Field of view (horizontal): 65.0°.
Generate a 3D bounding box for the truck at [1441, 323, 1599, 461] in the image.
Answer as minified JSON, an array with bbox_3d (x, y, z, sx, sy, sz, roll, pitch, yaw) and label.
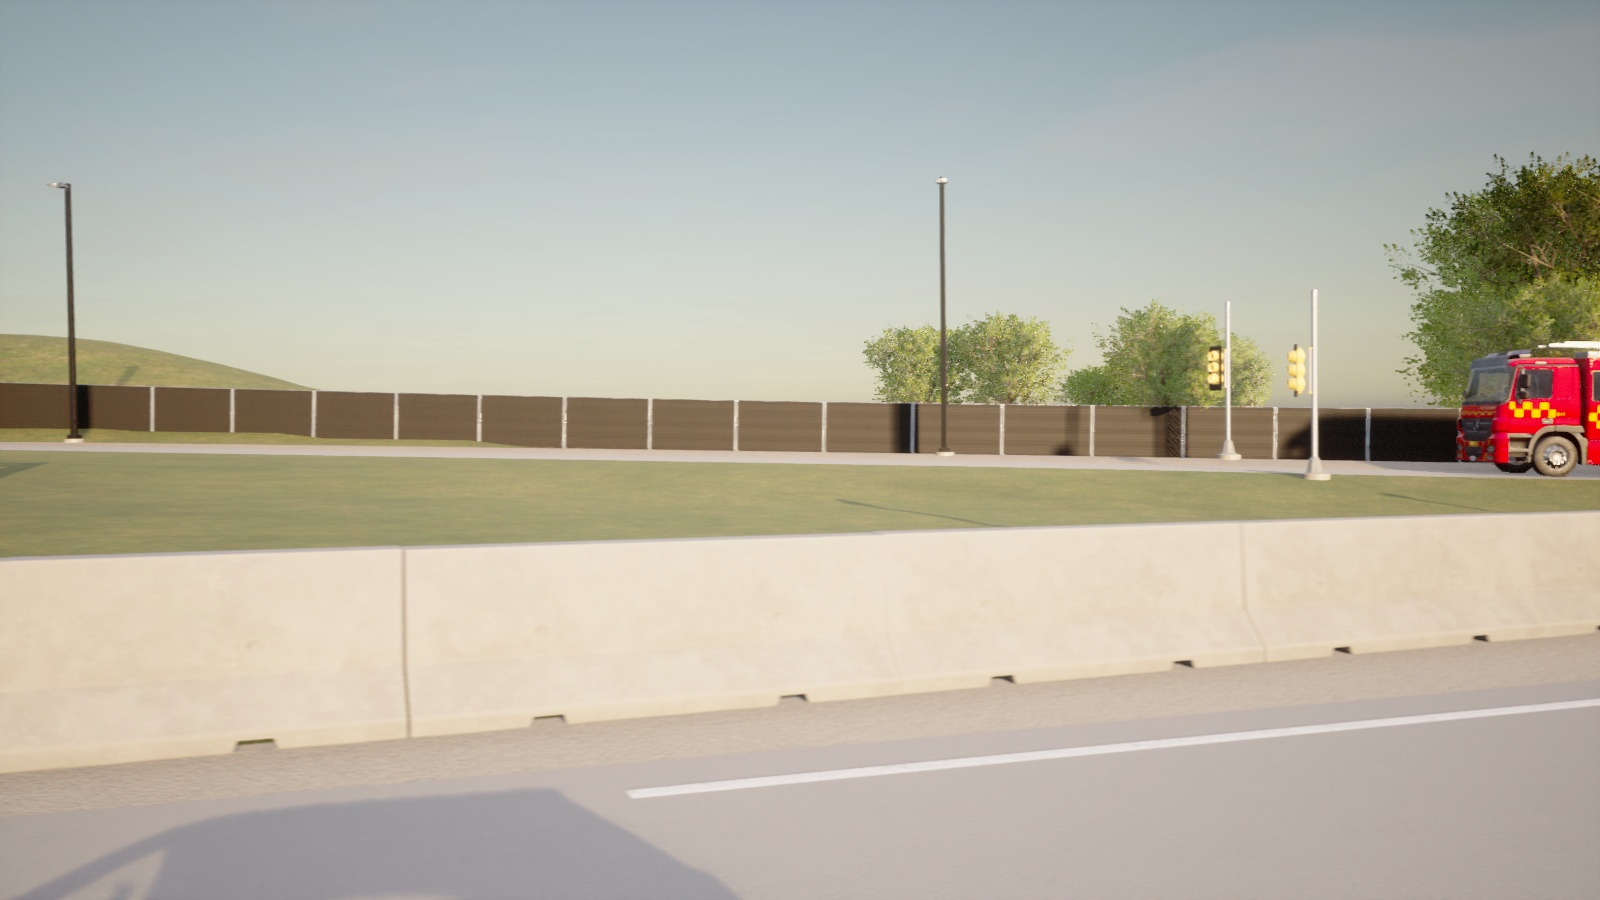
[{"bbox_3d":[23.474,-1.637,36.112,8.468,3.827,2.891,0,2,6],"label":"truck"}]
